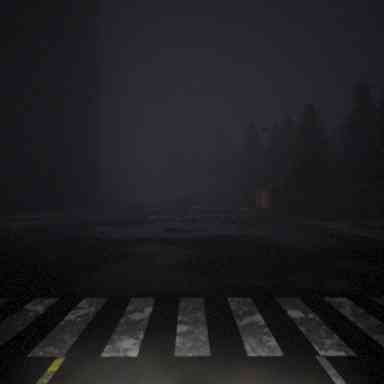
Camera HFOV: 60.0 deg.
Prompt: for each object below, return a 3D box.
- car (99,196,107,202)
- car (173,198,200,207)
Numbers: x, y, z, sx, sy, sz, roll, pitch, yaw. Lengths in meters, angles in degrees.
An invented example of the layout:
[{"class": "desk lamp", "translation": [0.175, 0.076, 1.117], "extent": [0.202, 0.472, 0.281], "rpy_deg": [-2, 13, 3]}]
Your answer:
[{"class": "car", "translation": [-19.978, 1.410, 68.604], "extent": [5.357, 1.411, 2.033], "rpy_deg": [0, 0, 30]}, {"class": "car", "translation": [-0.774, 1.522, 49.279], "extent": [1.895, 1.301, 4.718], "rpy_deg": [0, 0, -35]}]
